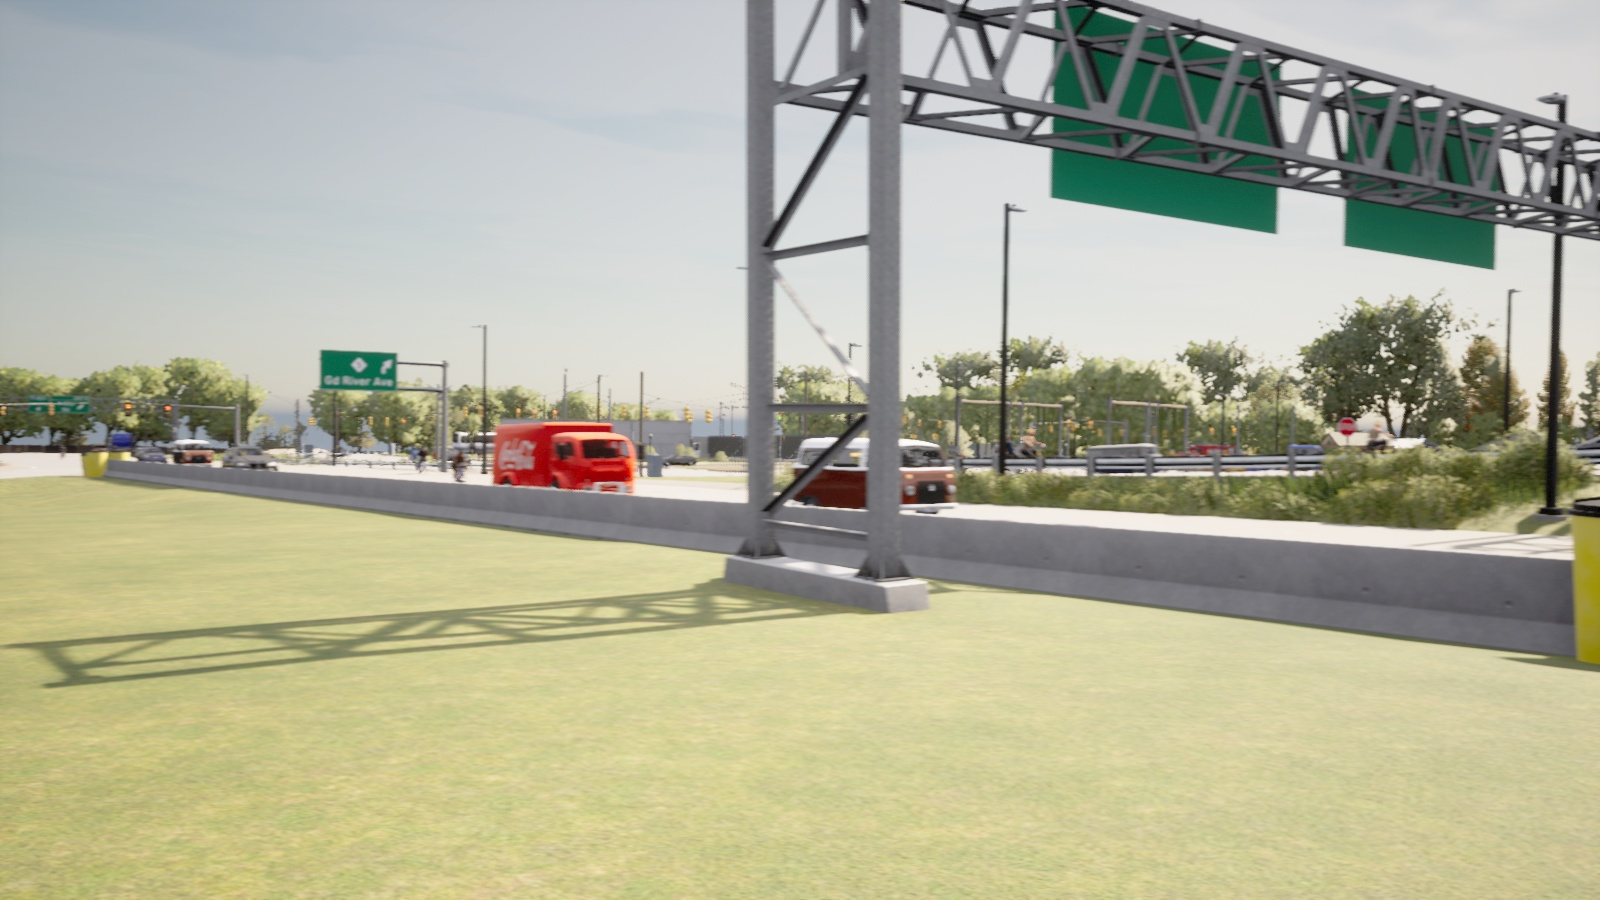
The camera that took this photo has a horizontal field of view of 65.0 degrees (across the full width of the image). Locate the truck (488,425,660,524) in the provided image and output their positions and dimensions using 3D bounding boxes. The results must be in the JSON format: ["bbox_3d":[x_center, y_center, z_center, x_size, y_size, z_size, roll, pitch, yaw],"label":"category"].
[{"bbox_3d":[-6.324,0.629,34.628,2.627,2.467,5.204,-1,0,-36],"label":"truck"}]

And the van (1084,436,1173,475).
[{"bbox_3d":[18.180,0.317,69.557,1.775,1.987,4.442,-1,-2,-42],"label":"van"}]

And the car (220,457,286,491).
[{"bbox_3d":[-28.887,1.240,66.198,2.242,1.667,4.611,-1,0,-36],"label":"car"}]

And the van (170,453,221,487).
[{"bbox_3d":[-38.091,1.225,79.068,2.069,2.038,4.480,-1,0,-36],"label":"van"}]

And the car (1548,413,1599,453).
[{"bbox_3d":[33.642,-0.771,51.455,4.792,1.488,2.163,-3,-2,20],"label":"car"}]

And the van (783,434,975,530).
[{"bbox_3d":[1.751,0.698,29.357,2.069,2.038,4.480,-1,0,-36],"label":"van"}]
